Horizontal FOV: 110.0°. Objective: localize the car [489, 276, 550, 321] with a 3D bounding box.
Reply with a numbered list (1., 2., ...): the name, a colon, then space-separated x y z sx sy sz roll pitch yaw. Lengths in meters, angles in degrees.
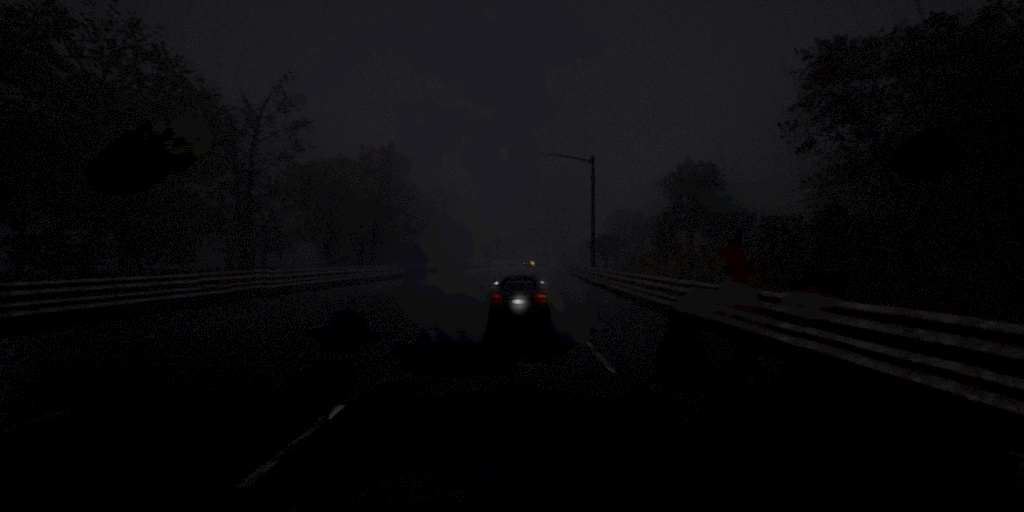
1. car: 0.282 1.392 12.849 1.994 1.385 4.181 0 0 1
